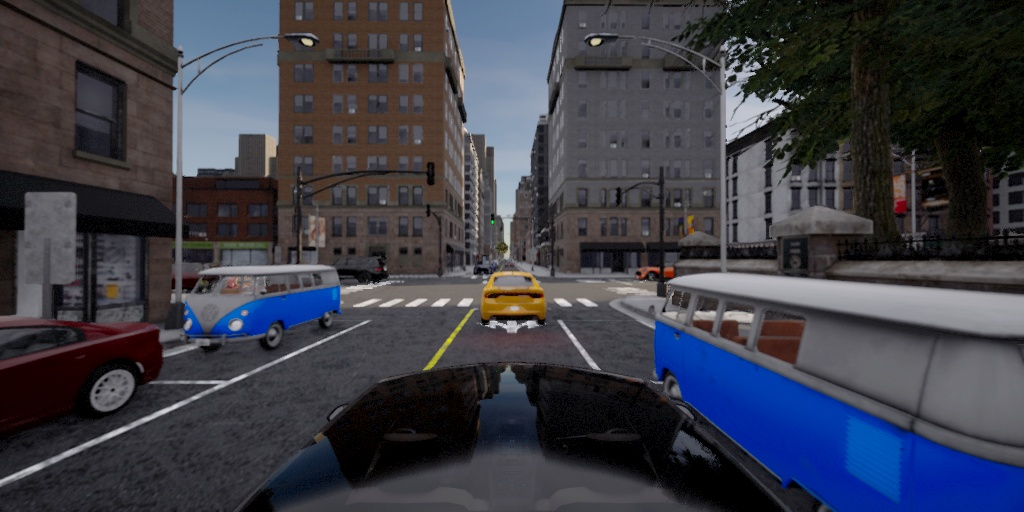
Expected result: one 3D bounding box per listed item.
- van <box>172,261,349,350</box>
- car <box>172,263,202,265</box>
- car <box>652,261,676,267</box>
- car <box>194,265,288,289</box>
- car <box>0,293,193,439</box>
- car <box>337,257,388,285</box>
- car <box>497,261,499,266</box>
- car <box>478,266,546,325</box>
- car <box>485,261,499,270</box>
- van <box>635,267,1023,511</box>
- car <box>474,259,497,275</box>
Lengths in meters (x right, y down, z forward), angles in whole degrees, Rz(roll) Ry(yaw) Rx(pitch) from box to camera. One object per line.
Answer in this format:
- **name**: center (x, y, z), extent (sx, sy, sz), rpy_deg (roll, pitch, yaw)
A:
- **van**: center (-5.856, 1.122, 8.886), extent (1.690, 1.789, 3.998), rpy_deg (0, 0, 0)
- **car**: center (-17.660, 1.176, 20.798), extent (4.553, 1.767, 2.097), rpy_deg (0, 0, -1)
- **car**: center (13.143, 1.234, 31.159), extent (4.553, 1.767, 2.097), rpy_deg (0, 0, -1)
- **car**: center (-18.035, 1.356, 24.041), extent (4.892, 1.490, 1.837), rpy_deg (0, 0, -1)
- **car**: center (-5.857, 1.302, 3.225), extent (1.888, 1.381, 4.507), rpy_deg (0, 0, 0)
- **car**: center (-12.425, 1.100, 27.628), extent (5.566, 2.045, 2.150), rpy_deg (0, -1, 2)
- **car**: center (-3.307, 1.443, 51.189), extent (1.882, 1.535, 5.008), rpy_deg (0, 0, 0)
- **car**: center (-0.011, 1.273, 12.158), extent (1.882, 1.535, 5.008), rpy_deg (0, 0, -2)
- **car**: center (-3.402, 1.558, 61.040), extent (2.033, 1.411, 5.357), rpy_deg (0, 0, 0)
- **van**: center (2.668, 1.097, 3.234), extent (1.690, 1.789, 3.998), rpy_deg (0, 0, 0)
- **car**: center (-3.238, 1.278, 42.081), extent (2.097, 1.767, 4.553), rpy_deg (0, 0, 1)
